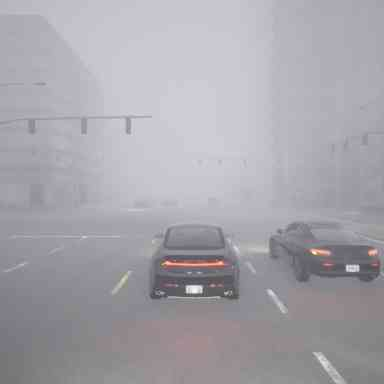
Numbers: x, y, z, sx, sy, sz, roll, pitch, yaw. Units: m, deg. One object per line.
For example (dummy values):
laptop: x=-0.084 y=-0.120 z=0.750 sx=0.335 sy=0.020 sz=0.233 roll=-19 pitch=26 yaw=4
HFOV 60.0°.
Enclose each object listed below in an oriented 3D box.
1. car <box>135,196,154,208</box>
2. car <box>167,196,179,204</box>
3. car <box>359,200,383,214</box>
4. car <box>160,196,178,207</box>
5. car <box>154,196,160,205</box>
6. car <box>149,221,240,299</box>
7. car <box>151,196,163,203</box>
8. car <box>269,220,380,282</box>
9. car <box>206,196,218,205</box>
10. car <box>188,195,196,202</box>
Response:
car: x=-7.070 y=1.601 z=48.398 sx=1.895 sy=1.301 sz=4.718 roll=0 pitch=0 yaw=0
car: x=-3.524 y=1.547 z=62.782 sx=2.033 sy=1.411 sz=5.357 roll=0 pitch=0 yaw=0
car: x=20.858 y=1.547 z=35.520 sx=5.357 sy=1.411 sz=2.033 roll=0 pitch=0 yaw=1
car: x=-3.551 y=1.477 z=52.520 sx=1.882 sy=1.535 sz=5.008 roll=0 pitch=0 yaw=0
car: x=-7.060 y=1.477 z=57.502 sx=1.882 sy=1.535 sz=5.008 roll=0 pitch=0 yaw=0
car: x=0.061 y=1.505 z=8.409 sx=1.837 sy=1.490 sz=4.892 roll=0 pitch=0 yaw=0
car: x=-6.997 y=1.564 z=67.466 sx=1.994 sy=1.385 sz=4.181 roll=0 pitch=0 yaw=1
car: x=3.567 y=1.526 z=9.664 sx=1.812 sy=1.442 sz=4.674 roll=0 pitch=0 yaw=0
car: x=3.603 y=1.504 z=58.440 sx=1.837 sy=1.490 sz=4.892 roll=0 pitch=0 yaw=0
car: x=0.025 y=1.364 z=73.917 sx=2.128 sy=1.511 sz=4.902 roll=0 pitch=0 yaw=0
